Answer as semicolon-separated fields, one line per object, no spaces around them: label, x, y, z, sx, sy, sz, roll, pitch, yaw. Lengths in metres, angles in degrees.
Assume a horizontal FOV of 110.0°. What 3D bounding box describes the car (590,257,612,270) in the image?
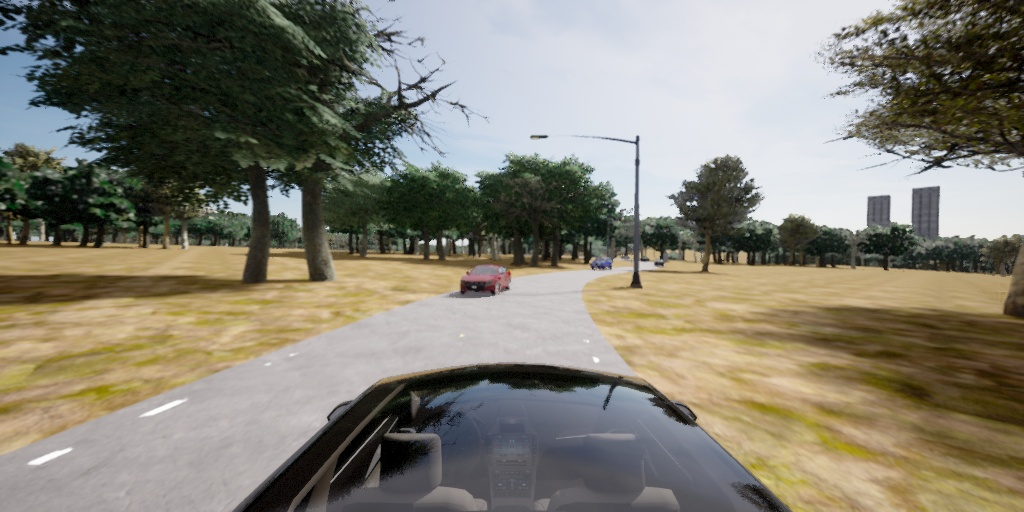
car;14.538;1.240;58.112;2.150;2.045;5.566;1;0;33

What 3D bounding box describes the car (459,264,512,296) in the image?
car;-1.295;1.205;19.368;1.882;1.535;5.008;0;0;11
